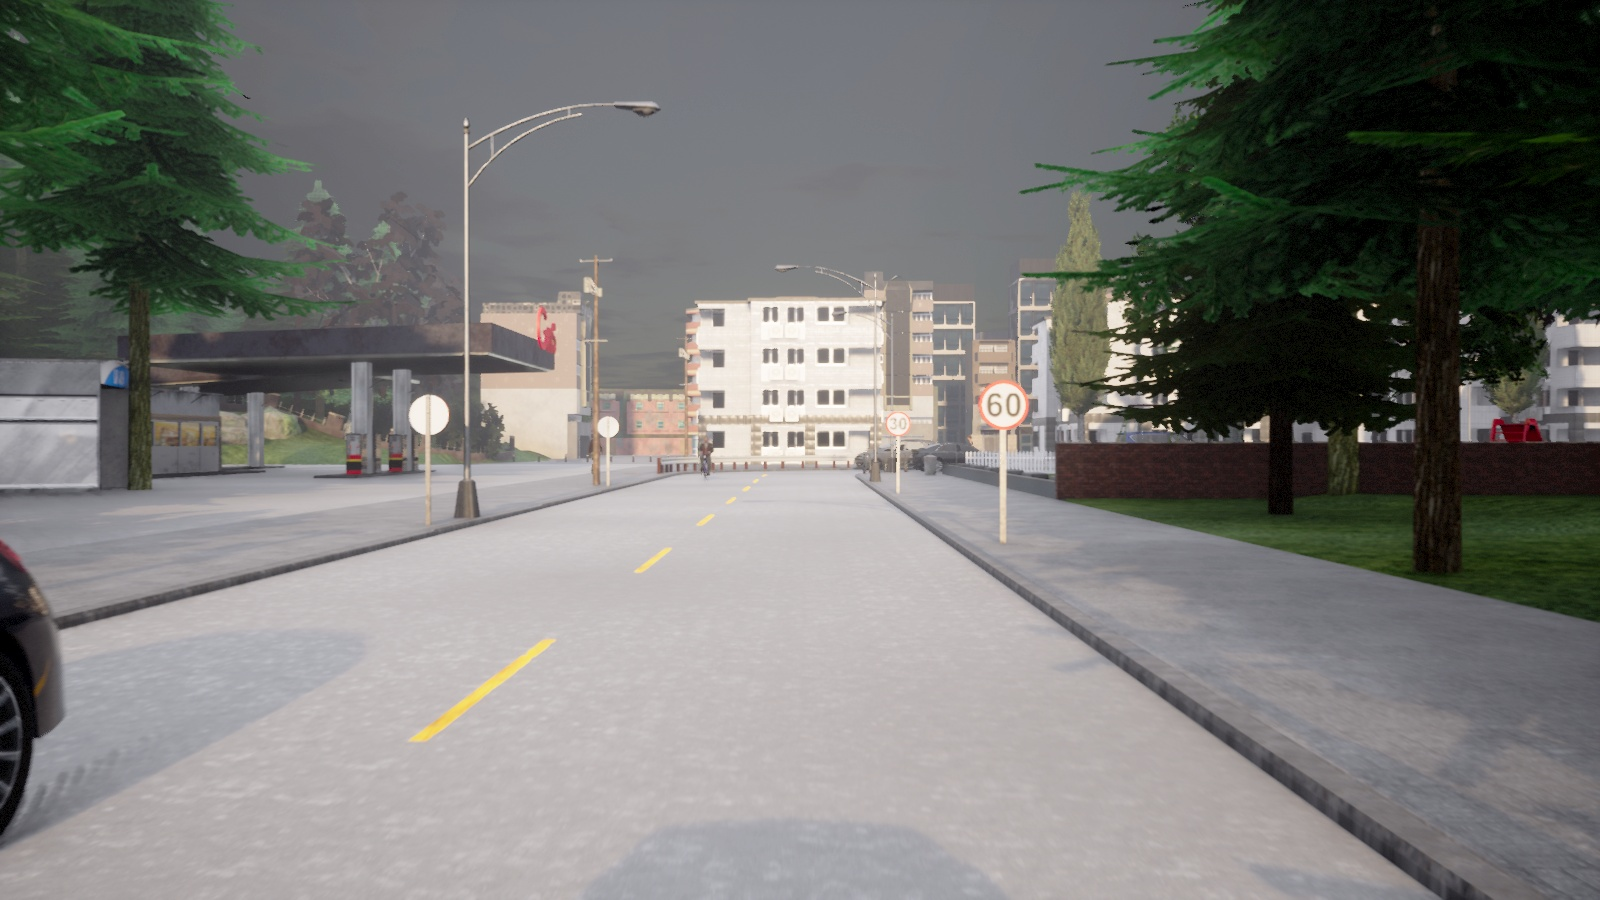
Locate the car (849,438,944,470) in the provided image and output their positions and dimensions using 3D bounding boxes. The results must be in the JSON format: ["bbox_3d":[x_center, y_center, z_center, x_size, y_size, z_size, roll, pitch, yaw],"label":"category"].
[{"bbox_3d":[5.087,0.221,66.606,4.611,1.667,2.242,0,0,-11],"label":"car"}]

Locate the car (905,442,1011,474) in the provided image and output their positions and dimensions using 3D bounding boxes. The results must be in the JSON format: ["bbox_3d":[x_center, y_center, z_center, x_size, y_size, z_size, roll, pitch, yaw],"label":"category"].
[{"bbox_3d":[7.912,0.400,63.021,4.892,1.490,1.837,1,0,-14],"label":"car"}]

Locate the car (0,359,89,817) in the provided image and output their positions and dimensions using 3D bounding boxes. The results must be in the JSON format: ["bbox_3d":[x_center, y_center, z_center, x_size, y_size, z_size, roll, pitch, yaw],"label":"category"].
[{"bbox_3d":[-3.970,0.507,2.574,2.152,1.651,5.027,0,0,0],"label":"car"}]

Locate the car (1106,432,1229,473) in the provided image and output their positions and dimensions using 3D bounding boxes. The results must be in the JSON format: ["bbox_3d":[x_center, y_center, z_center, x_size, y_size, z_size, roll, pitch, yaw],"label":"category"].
[{"bbox_3d":[18.419,0.124,63.175,5.566,2.045,2.150,0,0,1],"label":"car"}]
